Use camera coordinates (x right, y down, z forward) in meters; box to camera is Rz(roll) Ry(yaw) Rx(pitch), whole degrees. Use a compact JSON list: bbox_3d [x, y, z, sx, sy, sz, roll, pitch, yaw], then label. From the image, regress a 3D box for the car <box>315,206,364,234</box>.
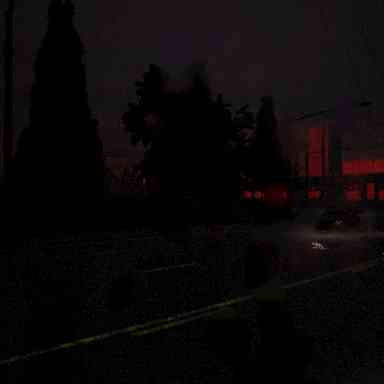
[{"bbox_3d":[10.176,1.947,23.081,1.882,1.535,5.008,0,-2,41],"label":"car"}]
